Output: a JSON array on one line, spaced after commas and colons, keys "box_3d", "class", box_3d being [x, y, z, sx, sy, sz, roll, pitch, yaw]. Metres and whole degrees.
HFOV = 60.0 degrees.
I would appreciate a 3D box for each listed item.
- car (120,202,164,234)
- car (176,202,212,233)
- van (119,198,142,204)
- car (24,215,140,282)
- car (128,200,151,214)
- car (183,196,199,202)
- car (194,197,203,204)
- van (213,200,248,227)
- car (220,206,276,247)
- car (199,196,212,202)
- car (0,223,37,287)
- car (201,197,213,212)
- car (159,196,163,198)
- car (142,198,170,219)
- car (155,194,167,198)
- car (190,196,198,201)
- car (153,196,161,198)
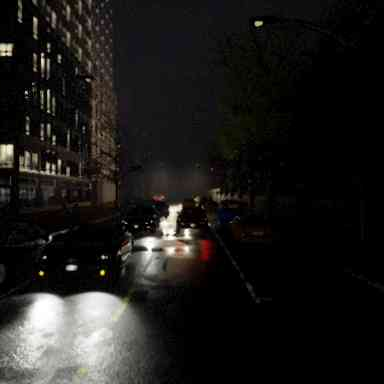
[{"box_3d": [-2.935, 1.565, 19.827, 1.837, 1.490, 4.892, 0, 0, 0], "class": "car"}, {"box_3d": [0.009, 1.587, 20.053, 1.812, 1.442, 4.674, 0, 0, -1], "class": "car"}, {"box_3d": [-5.685, 1.434, 31.357, 1.690, 1.788, 3.998, 0, 0, -1], "class": "van"}, {"box_3d": [-2.891, 1.594, 9.789, 1.994, 1.385, 4.181, 0, 0, -2], "class": "car"}, {"box_3d": [-5.778, 1.652, 36.902, 1.887, 1.381, 4.507, 0, 0, -1], "class": "car"}, {"box_3d": [-0.433, 1.611, 46.949, 1.882, 1.535, 5.008, 0, 0, -1], "class": "car"}, {"box_3d": [1.343, 1.715, 70.564, 1.752, 1.417, 4.829, 0, 0, -2], "class": "car"}, {"box_3d": [2.476, 1.403, 20.487, 1.690, 1.788, 3.998, 0, 0, -1], "class": "van"}, {"box_3d": [2.521, 1.572, 15.112, 1.752, 1.417, 4.829, 0, 0, 0], "class": "car"}, {"box_3d": [2.011, 1.452, 48.213, 2.192, 1.841, 5.009, 0, 0, -1], "class": "car"}, {"box_3d": [-5.328, 1.579, 9.174, 2.008, 1.369, 4.403, 0, 0, 0], "class": "car"}, {"box_3d": [2.242, 1.634, 37.288, 1.752, 1.417, 4.829, 0, 0, -1], "class": "car"}, {"box_3d": [-6.154, 1.732, 53.544, 1.802, 1.307, 4.206, 0, 0, -2], "class": "car"}, {"box_3d": [-3.029, 1.567, 30.280, 1.882, 1.535, 5.008, 0, 0, 0], "class": "car"}, {"box_3d": [-6.484, 1.491, 64.635, 2.192, 1.841, 5.009, 0, 0, -2], "class": "car"}, {"box_3d": [0.438, 1.784, 92.568, 2.008, 1.369, 4.403, 0, 0, -3], "class": "car"}, {"box_3d": [-6.011, 1.681, 47.996, 1.887, 1.381, 4.507, 0, 0, -1], "class": "car"}]
